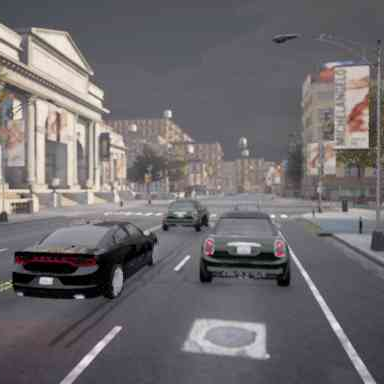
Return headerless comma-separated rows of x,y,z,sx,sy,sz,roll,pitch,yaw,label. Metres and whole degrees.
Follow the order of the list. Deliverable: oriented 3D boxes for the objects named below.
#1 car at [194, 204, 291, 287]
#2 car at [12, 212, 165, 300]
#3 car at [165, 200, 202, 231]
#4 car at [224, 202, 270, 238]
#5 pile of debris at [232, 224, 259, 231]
1.502,1.300,9.511,2.097,1.767,4.553,0,0,9,car
-2.238,1.421,8.383,1.882,1.535,5.008,0,0,8,car
-0.249,1.235,19.656,2.097,1.767,4.553,0,0,10,car
3.050,1.390,18.297,2.128,1.511,4.902,0,0,10,car
3.163,2.069,19.534,1.500,0.140,1.860,0,0,11,pile of debris
